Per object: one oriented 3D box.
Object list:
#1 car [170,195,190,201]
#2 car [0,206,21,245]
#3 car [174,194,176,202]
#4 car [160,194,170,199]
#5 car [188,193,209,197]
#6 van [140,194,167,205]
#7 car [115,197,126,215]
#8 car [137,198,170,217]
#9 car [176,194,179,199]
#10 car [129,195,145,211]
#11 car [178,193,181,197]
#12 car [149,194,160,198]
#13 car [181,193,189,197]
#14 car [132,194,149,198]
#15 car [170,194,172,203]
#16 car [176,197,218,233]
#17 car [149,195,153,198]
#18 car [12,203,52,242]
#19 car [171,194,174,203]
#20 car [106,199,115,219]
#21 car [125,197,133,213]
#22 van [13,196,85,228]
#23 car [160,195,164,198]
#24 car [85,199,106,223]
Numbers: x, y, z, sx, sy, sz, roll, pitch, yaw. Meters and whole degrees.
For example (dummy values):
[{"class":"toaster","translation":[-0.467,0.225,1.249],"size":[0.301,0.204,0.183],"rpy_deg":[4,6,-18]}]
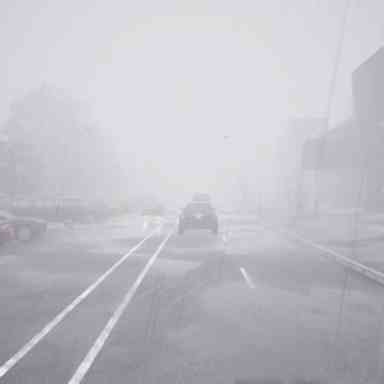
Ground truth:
[{"class":"car","translation":[-3.508,1.622,95.079],"size":[5.366,1.575,1.946],"rpy_deg":[-1,0,-13]},{"class":"car","translation":[-9.364,1.490,12.231],"size":[5.008,1.535,2.097],"rpy_deg":[-1,0,-19]},{"class":"car","translation":[-6.272,1.634,68.542],"size":[4.674,1.452,2.002],"rpy_deg":[-1,0,-15]},{"class":"car","translation":[-7.105,1.542,56.795],"size":[5.366,1.575,1.946],"rpy_deg":[-1,-1,-16]},{"class":"car","translation":[1.093,1.227,37.692],"size":[2.150,2.045,5.566],"rpy_deg":[0,0,3]},{"class":"van","translation":[-6.941,1.332,59.740],"size":[4.442,1.987,1.878],"rpy_deg":[-1,-1,-16]},{"class":"car","translation":[-8.851,1.490,30.050],"size":[5.008,1.535,2.097],"rpy_deg":[-1,0,-18]},{"class":"car","translation":[-3.554,1.565,31.271],"size":[1.994,1.385,4.181],"rpy_deg":[0,0,3]},{"class":"car","translation":[-6.181,1.603,71.454],"size":[5.366,1.575,1.946],"rpy_deg":[-1,0,-15]},{"class":"car","translation":[-8.449,1.503,38.960],"size":[4.892,1.521,2.231],"rpy_deg":[-1,0,-17]},{"class":"car","translation":[-5.700,1.611,74.455],"size":[5.008,1.535,2.097],"rpy_deg":[-1,0,-14]},{"class":"car","translation":[-7.946,1.270,47.843],"size":[5.566,2.045,2.435],"rpy_deg":[-1,0,-17]},{"class":"car","translation":[-0.568,1.572,72.484],"size":[1.882,1.535,5.008],"rpy_deg":[0,0,6]},{"class":"car","translation":[-8.246,1.381,41.927],"size":[4.553,1.767,2.185],"rpy_deg":[-1,0,-17]},{"class":"car","translation":[-6.801,1.611,62.664],"size":[4.674,1.452,2.002],"rpy_deg":[-1,0,-15]},{"class":"car","translation":[0.393,1.350,19.683],"size":[2.097,1.767,4.553],"rpy_deg":[0,0,2]},{"class":"car","translation":[-8.105,1.554,44.891],"size":[4.674,1.452,2.002],"rpy_deg":[-1,0,-17]},{"class":"car","translation":[-9.324,1.489,15.209],"size":[5.008,1.535,2.097],"rpy_deg":[-1,0,-19]},{"class":"car","translation":[-6.524,1.622,65.606],"size":[4.674,1.452,2.002],"rpy_deg":[0,-1,-15]},{"class":"car","translation":[-8.941,1.362,27.087],"size":[4.553,1.767,2.185],"rpy_deg":[-1,0,-18]},{"class":"car","translation":[-8.700,1.522,33.030],"size":[4.792,1.488,2.163],"rpy_deg":[-1,0,-18]},{"class":"van","translation":[-9.281,1.263,21.101],"size":[4.442,1.987,1.878],"rpy_deg":[-1,0,-19]},{"class":"car","translation":[-7.507,1.578,53.781],"size":[4.674,1.452,2.002],"rpy_deg":[-1,-1,-16]},{"class":"car","translation":[-9.084,1.487,24.117],"size":[5.008,1.535,2.097],"rpy_deg":[-1,0,-18]}]
